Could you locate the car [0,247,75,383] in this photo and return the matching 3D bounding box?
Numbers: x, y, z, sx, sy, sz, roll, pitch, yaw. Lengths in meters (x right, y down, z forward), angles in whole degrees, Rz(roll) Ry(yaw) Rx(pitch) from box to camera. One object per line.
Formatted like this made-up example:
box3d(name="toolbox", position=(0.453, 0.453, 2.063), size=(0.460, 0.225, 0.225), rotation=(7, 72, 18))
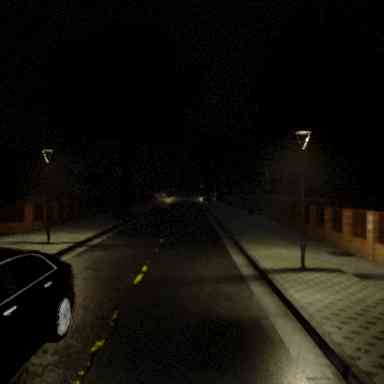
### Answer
box3d(name="car", position=(-2.848, 1.501, 3.677), size=(1.837, 1.490, 4.892), rotation=(0, 0, 0))
